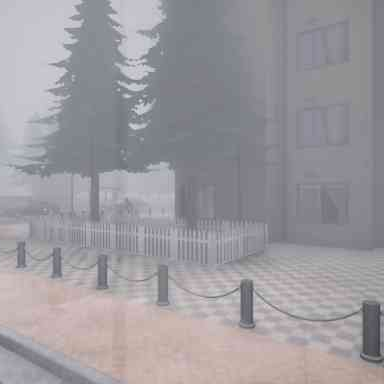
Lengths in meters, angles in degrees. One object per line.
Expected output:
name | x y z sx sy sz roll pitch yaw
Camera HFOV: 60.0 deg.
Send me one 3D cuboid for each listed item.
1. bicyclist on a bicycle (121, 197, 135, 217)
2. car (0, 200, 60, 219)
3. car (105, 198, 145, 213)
bicyclist on a bicycle | -5.388 1.285 27.873 1.656 1.620 0.582 0 0 37
car | -13.994 1.476 28.913 2.128 1.511 4.902 0 0 37
car | -7.476 1.462 37.488 1.882 1.535 5.008 0 0 37
